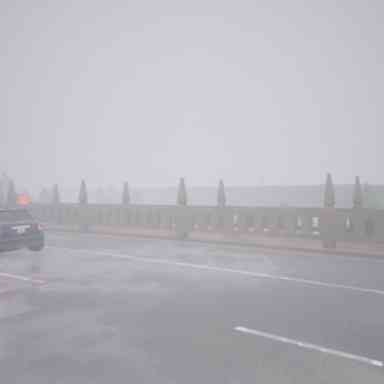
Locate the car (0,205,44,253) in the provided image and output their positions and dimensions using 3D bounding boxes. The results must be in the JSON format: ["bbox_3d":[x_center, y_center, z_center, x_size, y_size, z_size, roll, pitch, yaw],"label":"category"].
[{"bbox_3d":[-7.712,1.356,12.394,4.553,1.767,2.097,0,0,28],"label":"car"}]

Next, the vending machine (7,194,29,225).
[{"bbox_3d":[-12.228,1.195,23.406,0.880,2.100,1.100,0,0,23],"label":"vending machine"}]
